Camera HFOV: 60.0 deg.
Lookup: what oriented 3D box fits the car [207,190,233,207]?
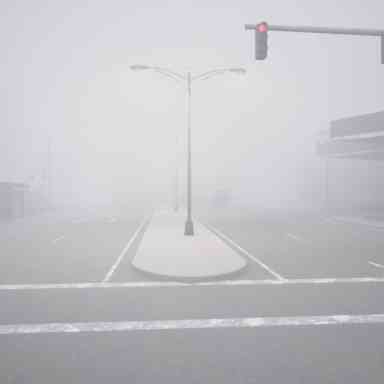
[{"bbox_3d":[4.095,0.988,49.648,2.150,2.045,5.566,-1,-9,-5],"label":"car"}]

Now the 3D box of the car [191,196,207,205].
[{"bbox_3d":[1.828,1.495,60.703,1.882,1.535,5.008,-2,-1,30],"label":"car"}]

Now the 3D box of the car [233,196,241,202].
[{"bbox_3d":[8.433,1.546,73.666,4.674,1.442,1.812,0,0,-5],"label":"car"}]

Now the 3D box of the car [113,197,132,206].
[{"bbox_3d":[-11.516,1.540,54.806,1.812,1.442,4.674,2,-1,-32],"label":"car"}]

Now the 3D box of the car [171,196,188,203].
[{"bbox_3d":[-1.738,1.562,69.313,5.357,1.411,2.033,0,0,-5],"label":"car"}]
